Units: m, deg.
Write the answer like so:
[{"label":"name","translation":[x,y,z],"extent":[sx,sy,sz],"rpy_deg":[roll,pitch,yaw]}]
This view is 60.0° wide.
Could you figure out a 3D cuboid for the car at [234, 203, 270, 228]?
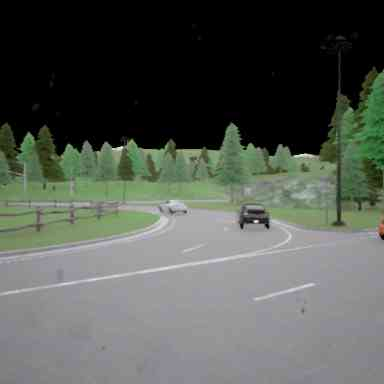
[{"label":"car","translation":[4.021,1.530,22.466],"extent":[1.837,1.490,4.892],"rpy_deg":[1,0,3]}]

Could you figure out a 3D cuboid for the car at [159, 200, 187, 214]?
[{"label":"car","translation":[-2.054,1.556,35.906],"extent":[1.812,1.442,4.674],"rpy_deg":[0,0,-25]}]

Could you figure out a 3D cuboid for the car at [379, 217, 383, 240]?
[{"label":"car","translation":[10.925,1.379,15.838],"extent":[4.553,1.767,2.097],"rpy_deg":[0,0,-36]}]
